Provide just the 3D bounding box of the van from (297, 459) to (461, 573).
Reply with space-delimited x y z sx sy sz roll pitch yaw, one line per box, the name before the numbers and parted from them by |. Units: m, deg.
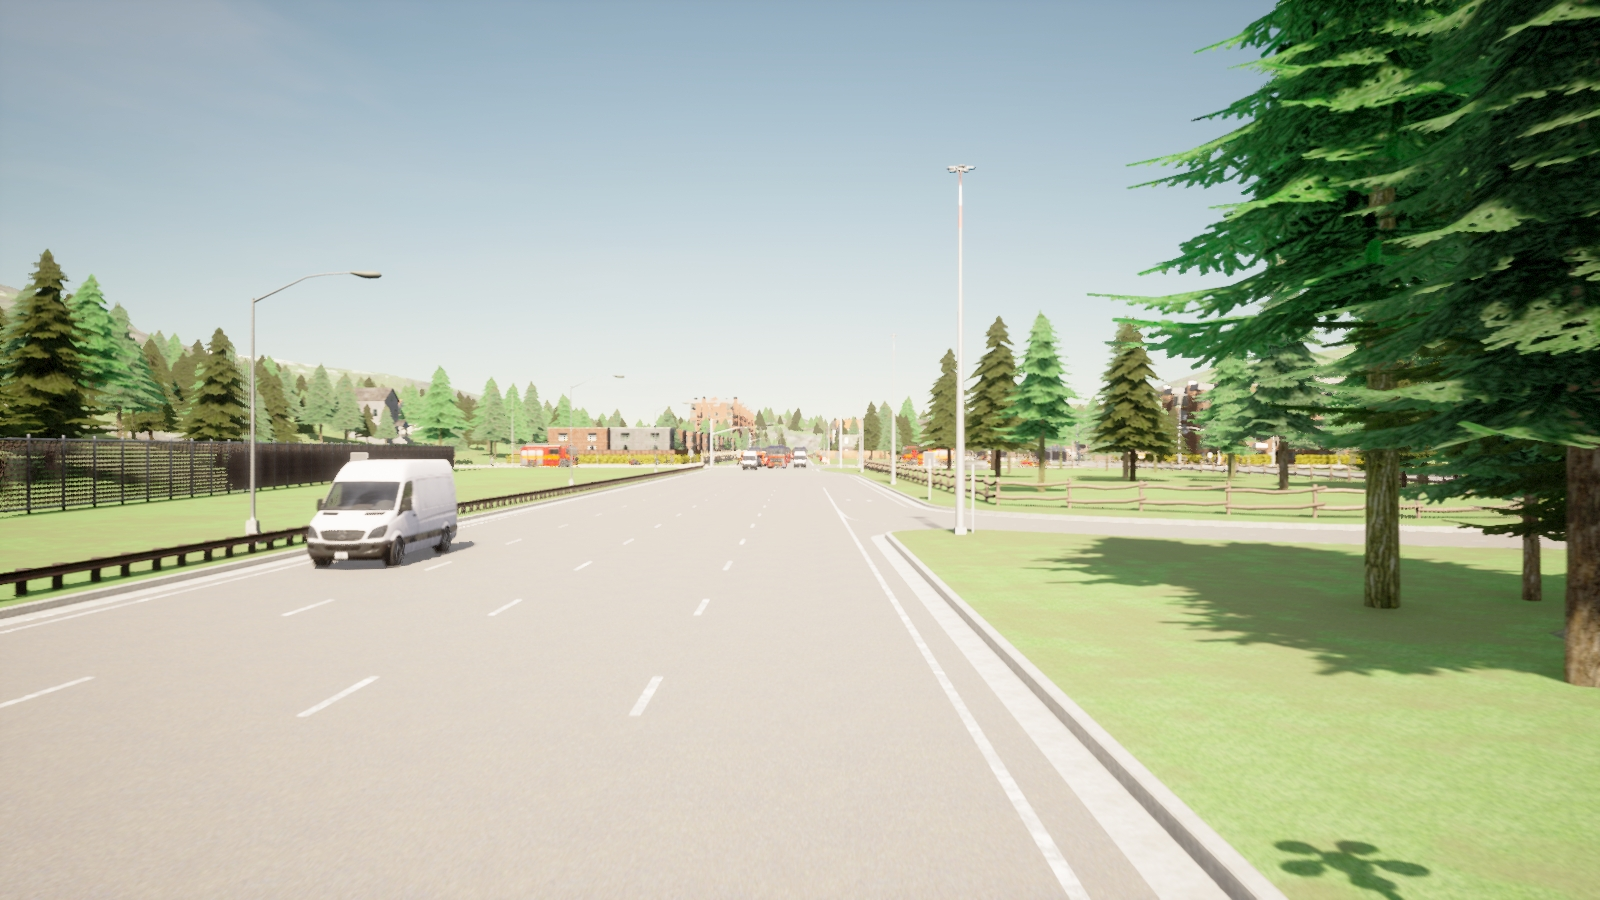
van | -10.496 1.538 29.058 1.988 2.561 5.915 0 0 0
